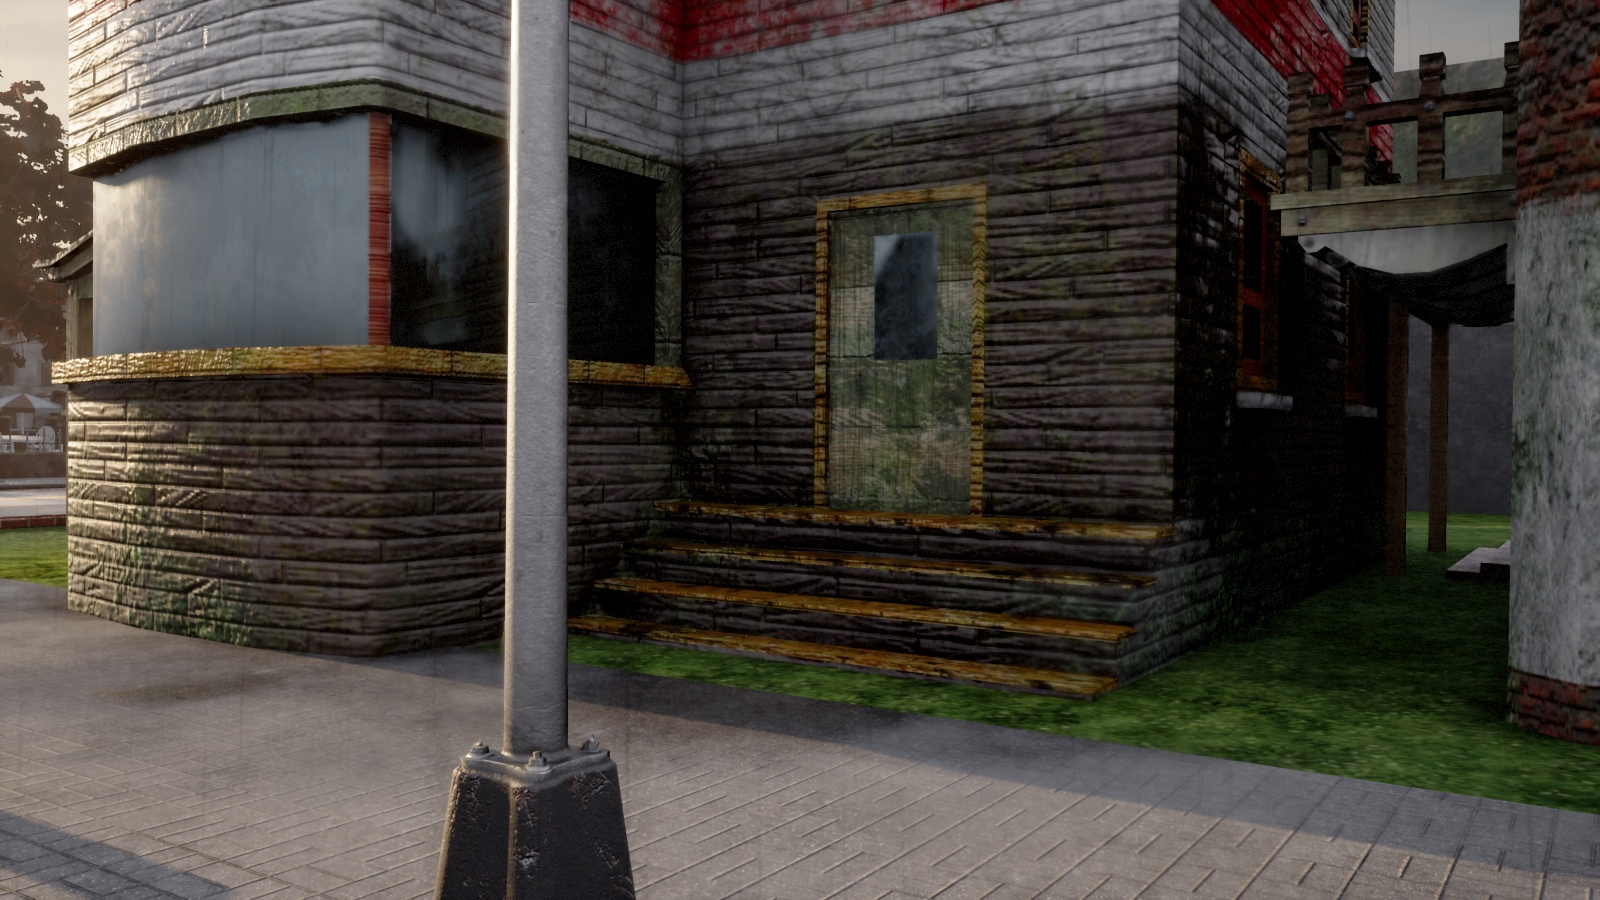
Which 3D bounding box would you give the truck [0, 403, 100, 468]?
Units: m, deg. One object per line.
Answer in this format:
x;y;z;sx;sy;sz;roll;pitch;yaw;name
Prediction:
-43.377;-0.802;69.179;2.891;3.462;7.936;0;1;33;truck
